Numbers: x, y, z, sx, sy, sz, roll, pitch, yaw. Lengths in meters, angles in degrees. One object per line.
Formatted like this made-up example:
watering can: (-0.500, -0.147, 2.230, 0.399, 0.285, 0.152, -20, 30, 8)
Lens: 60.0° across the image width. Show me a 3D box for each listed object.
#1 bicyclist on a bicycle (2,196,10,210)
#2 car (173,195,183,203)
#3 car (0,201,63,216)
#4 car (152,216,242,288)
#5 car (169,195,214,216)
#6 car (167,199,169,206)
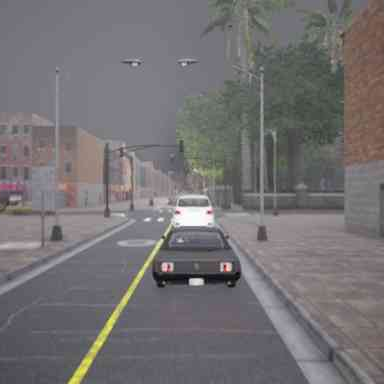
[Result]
bicyclist on a bicycle: (-20.185, 1.259, 36.226, 0.582, 1.620, 1.656, 0, 0, 0)
car: (-2.833, 1.377, 68.596, 1.812, 1.442, 4.674, 0, 0, 0)
car: (-14.476, 1.477, 30.594, 4.829, 1.417, 1.752, 0, 0, 0)
car: (0.091, 1.574, 9.103, 1.895, 1.301, 4.718, 0, 0, 0)
car: (0.084, 1.170, 19.059, 2.150, 2.045, 5.566, 0, 0, 0)
car: (-2.887, 1.482, 53.130, 1.895, 1.301, 4.718, 0, 0, 0)
